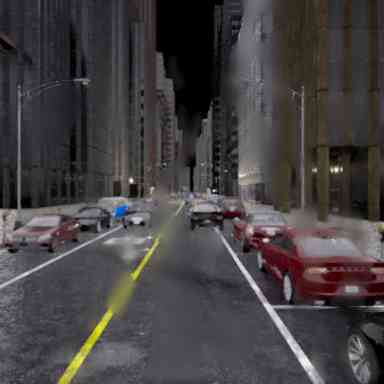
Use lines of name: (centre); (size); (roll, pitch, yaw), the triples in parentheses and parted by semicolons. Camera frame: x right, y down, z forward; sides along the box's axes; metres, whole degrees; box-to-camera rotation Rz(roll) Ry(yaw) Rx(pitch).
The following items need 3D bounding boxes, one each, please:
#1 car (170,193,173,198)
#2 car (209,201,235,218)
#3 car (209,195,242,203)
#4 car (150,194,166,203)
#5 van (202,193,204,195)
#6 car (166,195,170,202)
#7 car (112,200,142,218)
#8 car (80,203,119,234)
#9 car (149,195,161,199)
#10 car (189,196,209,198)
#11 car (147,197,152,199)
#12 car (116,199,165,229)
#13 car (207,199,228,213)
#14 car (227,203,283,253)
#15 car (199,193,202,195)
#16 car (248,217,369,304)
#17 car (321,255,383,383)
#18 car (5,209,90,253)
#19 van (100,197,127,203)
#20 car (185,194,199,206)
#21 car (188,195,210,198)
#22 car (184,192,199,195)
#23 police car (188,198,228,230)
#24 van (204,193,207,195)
car: (-5.935, 1.468, 75.335); (1.802, 1.307, 4.206); (0, 0, 0)
car: (2.693, 1.516, 30.424); (1.947, 1.339, 4.313); (0, 0, 0)
car: (2.705, 1.274, 24.804); (2.192, 1.841, 5.009); (0, 0, 0)
car: (-5.884, 1.231, 52.861); (2.192, 1.841, 5.009); (0, 0, 0)
van: (2.654, 1.266, 47.279); (1.690, 1.788, 3.998); (0, 0, 0)
car: (-5.909, 1.445, 64.098); (1.887, 1.381, 4.507); (0, 0, 0)
car: (-5.832, 1.494, 30.388); (1.887, 1.381, 4.507); (0, 0, 0)
car: (-5.807, 1.533, 19.151); (1.947, 1.339, 4.313); (0, 0, 0)
car: (-5.871, 1.505, 47.243); (1.802, 1.307, 4.206); (0, 0, 0)
car: (0.815, 1.405, 30.813); (1.801, 1.575, 5.366); (0, 0, 0)
car: (-5.845, 1.506, 36.006); (1.947, 1.339, 4.313); (0, 0, 0)
car: (-3.149, 1.455, 21.384); (2.128, 1.511, 4.902); (0, 0, 0)
car: (2.680, 1.492, 36.042); (2.008, 1.369, 4.403); (0, 0, 0)
car: (2.731, 1.418, 13.567); (1.967, 1.590, 4.097); (0, 0, 0)
car: (2.590, 1.203, 75.373); (2.192, 1.841, 5.009); (0, 0, 0)
car: (2.744, 1.532, 7.949); (1.887, 1.381, 4.507); (0, 0, 0)
car: (2.757, 1.562, 2.330); (1.947, 1.339, 4.313); (0, 0, 0)
car: (-5.794, 1.558, 13.533); (1.802, 1.307, 4.206); (0, 0, 0)
van: (-5.820, 1.299, 24.769); (1.690, 1.788, 3.998); (0, 0, 0)
car: (-0.124, 1.478, 54.520); (1.994, 1.385, 4.181); (0, 0, 0)
car: (0.769, 1.396, 36.813); (1.801, 1.575, 5.366); (0, 0, 0)
car: (-0.167, 0.962, 73.266); (2.150, 2.045, 5.566); (0, 0, 0)
police car: (0.852, 1.391, 20.733); (1.930, 1.638, 5.238); (0, 0, 0)
van: (2.667, 1.274, 41.661); (1.690, 1.788, 3.998); (0, 0, 0)
